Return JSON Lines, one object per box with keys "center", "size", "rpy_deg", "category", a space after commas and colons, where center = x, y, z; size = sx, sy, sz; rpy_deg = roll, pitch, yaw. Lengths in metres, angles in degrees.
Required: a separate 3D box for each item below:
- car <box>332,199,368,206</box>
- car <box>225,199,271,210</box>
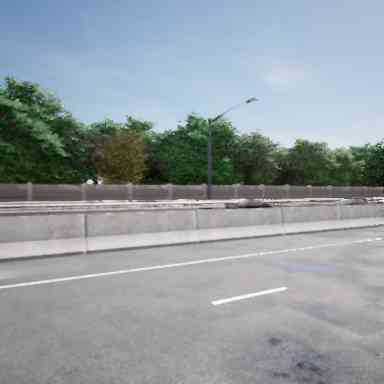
{"center": [19.535, 1.550, 40.960], "size": [5.357, 1.411, 2.033], "rpy_deg": [0, 0, -31], "category": "car"}
{"center": [5.448, 1.469, 32.397], "size": [5.008, 1.535, 1.882], "rpy_deg": [0, 0, -31], "category": "car"}
